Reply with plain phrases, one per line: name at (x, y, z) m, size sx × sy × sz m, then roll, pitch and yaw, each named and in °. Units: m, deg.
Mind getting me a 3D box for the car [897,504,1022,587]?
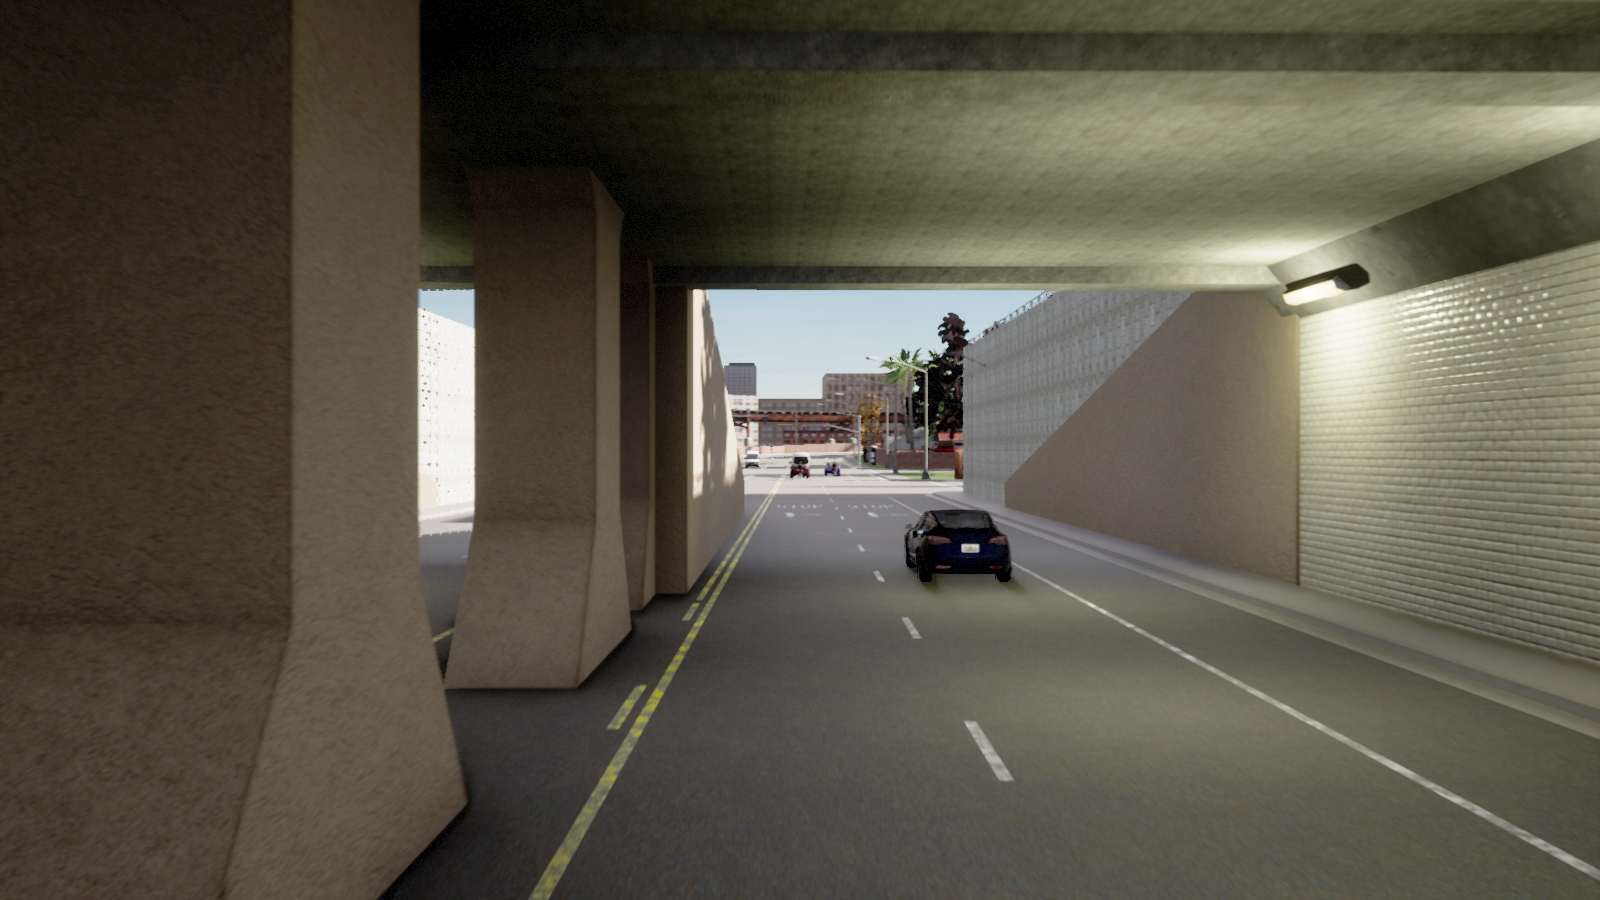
car at (3.465, 2.063, 25.750) m, size 2.163 × 1.488 × 4.792 m, roll 0°, pitch 0°, yaw 0°
